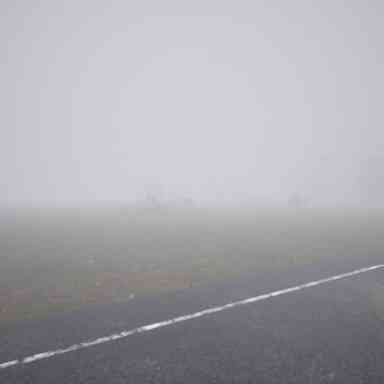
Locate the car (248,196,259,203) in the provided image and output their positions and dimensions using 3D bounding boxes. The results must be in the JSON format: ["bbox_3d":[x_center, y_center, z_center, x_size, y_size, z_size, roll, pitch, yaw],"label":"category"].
[{"bbox_3d":[12.260,1.412,66.956,1.994,1.385,4.181,0,0,-34],"label":"car"}]

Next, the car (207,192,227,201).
[{"bbox_3d":[5.750,0.944,76.679,2.150,2.045,5.566,0,0,-34],"label":"car"}]
